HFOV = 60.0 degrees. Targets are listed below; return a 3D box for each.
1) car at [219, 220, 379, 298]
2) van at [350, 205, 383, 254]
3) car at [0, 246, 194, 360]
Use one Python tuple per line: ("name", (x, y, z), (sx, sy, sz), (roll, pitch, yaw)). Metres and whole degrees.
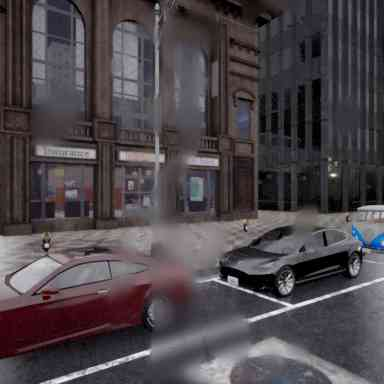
("car", (2.670, 1.566, 8.535), (4.313, 1.339, 1.947), (0, 0, -35))
("van", (7.252, 1.341, 11.787), (3.998, 1.788, 1.690), (0, 0, -35))
("car", (-1.912, 1.582, 5.284), (4.206, 1.307, 1.802), (0, 0, -35))
